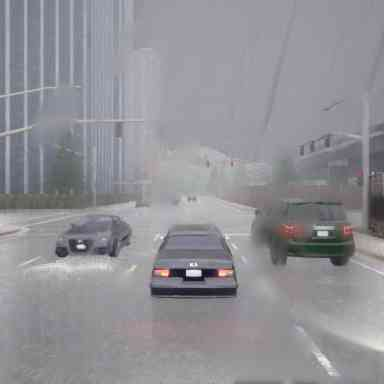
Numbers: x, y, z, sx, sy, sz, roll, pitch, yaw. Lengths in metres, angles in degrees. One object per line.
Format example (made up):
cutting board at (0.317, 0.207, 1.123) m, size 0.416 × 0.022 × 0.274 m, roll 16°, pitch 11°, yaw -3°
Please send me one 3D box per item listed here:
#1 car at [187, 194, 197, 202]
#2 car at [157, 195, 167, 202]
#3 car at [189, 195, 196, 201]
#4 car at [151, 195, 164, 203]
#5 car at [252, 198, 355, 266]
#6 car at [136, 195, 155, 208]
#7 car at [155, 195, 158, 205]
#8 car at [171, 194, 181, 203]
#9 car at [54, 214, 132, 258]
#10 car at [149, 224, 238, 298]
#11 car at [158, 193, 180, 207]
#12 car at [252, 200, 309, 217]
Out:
car at (0.024, 1.355, 78.682) m, size 2.097 × 1.767 × 4.553 m, roll 0°, pitch 0°, yaw 0°
car at (-6.976, 1.516, 78.290) m, size 1.812 × 1.442 × 4.674 m, roll 0°, pitch 0°, yaw 0°
car at (0.027, 1.500, 88.927) m, size 1.837 × 1.490 × 4.892 m, roll 0°, pitch 0°, yaw 0°
car at (-6.992, 1.491, 68.052) m, size 2.128 × 1.511 × 4.902 m, roll 0°, pitch 0°, yaw 0°
car at (3.575, 1.221, 11.697) m, size 2.150 × 2.045 × 5.566 m, roll 0°, pitch 0°, yaw 1°
car at (-7.077, 1.504, 48.923) m, size 1.837 × 1.490 × 4.892 m, roll 0°, pitch 0°, yaw 0°
car at (-7.061, 1.352, 58.115) m, size 2.097 × 1.767 × 4.553 m, roll 0°, pitch 0°, yaw 0°
car at (-3.478, 1.355, 72.579) m, size 2.097 × 1.767 × 4.553 m, roll 0°, pitch 0°, yaw 0°
car at (-3.551, 1.564, 12.668) m, size 1.994 × 1.385 × 4.181 m, roll 0°, pitch 0°, yaw 1°
car at (0.057, 1.547, 8.664) m, size 2.033 × 1.411 × 5.357 m, roll 0°, pitch 0°, yaw 1°
car at (-3.572, 1.221, 52.851) m, size 2.150 × 2.045 × 5.566 m, roll 0°, pitch 0°, yaw 0°
car at (8.449, 1.542, 31.865) m, size 4.892 × 1.490 × 1.837 m, roll 1°, pitch 0°, yaw -6°
